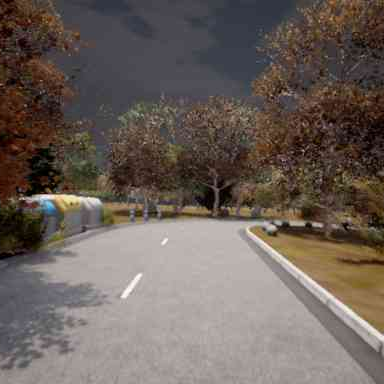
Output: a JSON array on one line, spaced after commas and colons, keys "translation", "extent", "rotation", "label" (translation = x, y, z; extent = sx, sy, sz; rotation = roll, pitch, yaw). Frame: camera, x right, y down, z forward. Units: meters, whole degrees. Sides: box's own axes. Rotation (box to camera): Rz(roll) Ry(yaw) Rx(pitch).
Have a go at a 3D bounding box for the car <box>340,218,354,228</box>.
[{"translation": [17.662, 3.027, 34.085], "extent": [4.718, 1.301, 1.895], "rotation": [4, -1, 0], "label": "car"}]
